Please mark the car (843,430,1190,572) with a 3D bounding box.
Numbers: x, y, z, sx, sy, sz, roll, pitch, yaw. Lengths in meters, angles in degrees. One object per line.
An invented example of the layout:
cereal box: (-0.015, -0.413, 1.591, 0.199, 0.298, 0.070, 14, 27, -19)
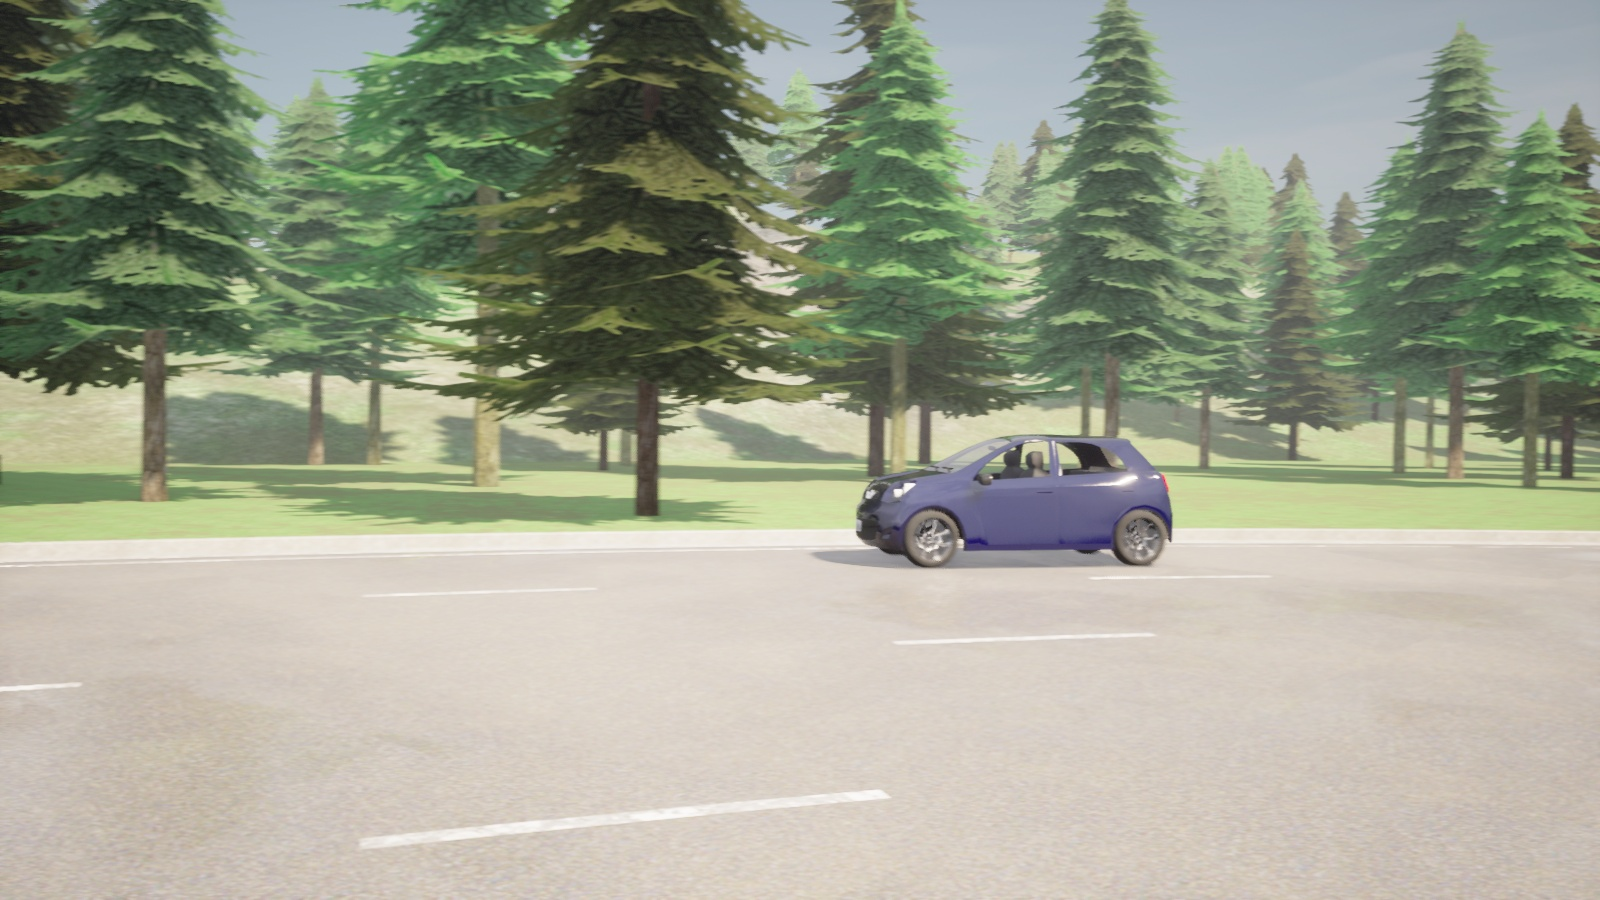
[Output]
car: (2.493, 0.536, 14.899, 3.633, 1.501, 1.845, -1, 1, -11)
